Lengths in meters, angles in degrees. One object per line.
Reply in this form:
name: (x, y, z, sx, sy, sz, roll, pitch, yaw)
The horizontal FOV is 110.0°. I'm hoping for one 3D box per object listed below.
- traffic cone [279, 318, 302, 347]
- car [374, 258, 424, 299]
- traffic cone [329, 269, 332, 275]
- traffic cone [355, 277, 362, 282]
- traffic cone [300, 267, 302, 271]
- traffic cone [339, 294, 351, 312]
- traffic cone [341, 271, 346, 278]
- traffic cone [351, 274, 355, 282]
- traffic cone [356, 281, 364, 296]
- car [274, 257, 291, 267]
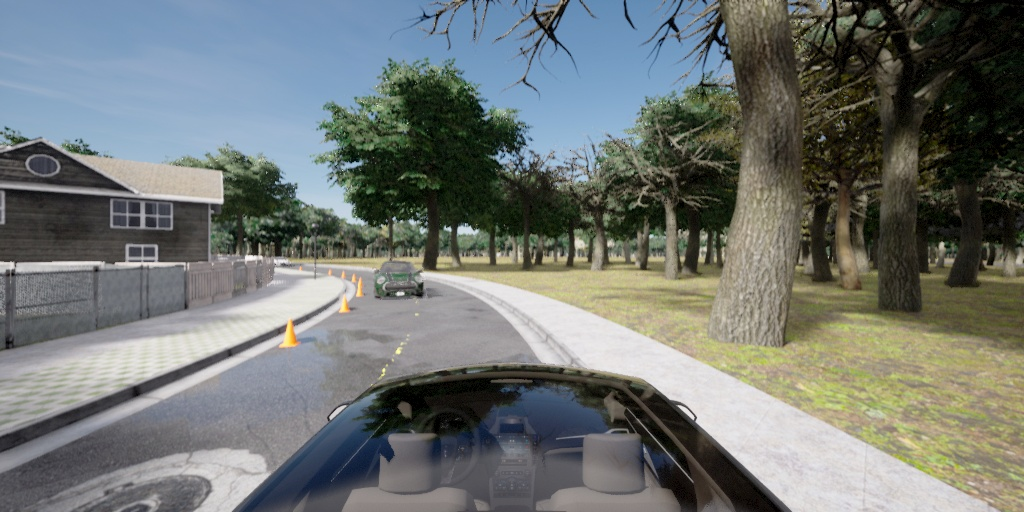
traffic cone: (-4.910, 1.675, 7.942, 0.340, 0.580, 0.340, 0, 0, -9)
car: (-5.532, 1.017, 17.397, 2.097, 1.767, 4.553, 0, 0, -20)
traffic cone: (-16.960, 1.474, 33.454, 0.340, 0.580, 0.340, 0, 0, -42)
traffic cone: (-9.112, 1.582, 21.557, 0.340, 0.580, 0.340, 0, 0, -25)
traffic cone: (-23.850, 1.403, 40.499, 0.340, 0.580, 0.340, 0, 0, -45)
traffic cone: (-5.879, 1.648, 12.607, 0.340, 0.580, 0.340, 0, 0, -14)
traffic cone: (-13.973, 1.510, 29.742, 0.340, 0.580, 0.340, 0, 0, -36)
traffic cone: (-11.349, 1.546, 25.765, 0.340, 0.580, 0.340, 0, 0, -31)
traffic cone: (-7.284, 1.617, 17.159, 0.340, 0.580, 0.340, 0, 0, -20)
car: (-33.647, 0.873, 51.906, 1.812, 1.442, 4.674, 0, 0, -45)
